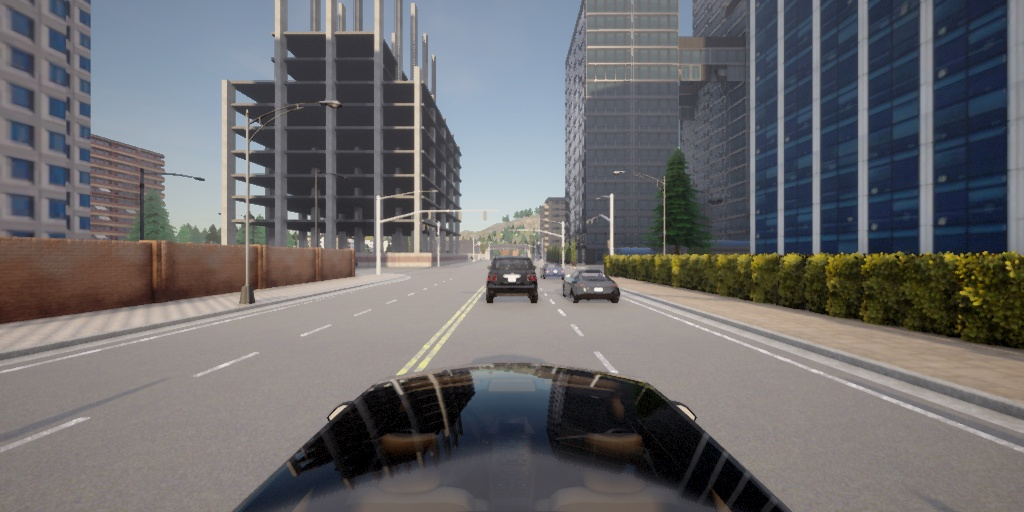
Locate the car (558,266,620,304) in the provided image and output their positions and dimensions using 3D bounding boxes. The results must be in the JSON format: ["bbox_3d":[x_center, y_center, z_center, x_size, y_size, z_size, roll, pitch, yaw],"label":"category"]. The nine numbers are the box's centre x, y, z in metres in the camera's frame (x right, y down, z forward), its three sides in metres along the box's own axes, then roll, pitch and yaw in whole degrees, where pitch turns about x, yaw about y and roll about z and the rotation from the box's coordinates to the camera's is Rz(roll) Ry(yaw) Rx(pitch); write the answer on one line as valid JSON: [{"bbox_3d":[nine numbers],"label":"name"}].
[{"bbox_3d":[3.500,1.321,16.500,1.994,1.385,4.181,0,0,0],"label":"car"}]

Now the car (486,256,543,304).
[{"bbox_3d":[0.000,1.007,16.530,2.150,2.045,5.566,0,0,0],"label":"car"}]

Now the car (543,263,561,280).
[{"bbox_3d":[3.500,1.312,31.500,2.033,1.411,5.357,0,0,0],"label":"car"}]
